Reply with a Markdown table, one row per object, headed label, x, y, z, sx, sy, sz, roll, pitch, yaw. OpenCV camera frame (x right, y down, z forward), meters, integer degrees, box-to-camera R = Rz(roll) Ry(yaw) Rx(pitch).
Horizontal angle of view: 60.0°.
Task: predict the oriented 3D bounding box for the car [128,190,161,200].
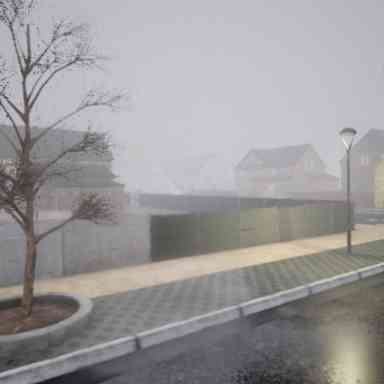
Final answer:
| label | x | y | z | sx | sy | sz | roll | pitch | yaw |
| --- | --- | --- | --- | --- | --- | --- | --- | --- | --- |
| car | -7.091 | 0.702 | 49.208 | 2.128 | 1.511 | 4.902 | -1 | 1 | -34 |

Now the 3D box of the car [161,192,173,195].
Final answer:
| label | x | y | z | sx | sy | sz | roll | pitch | yaw |
| --- | --- | --- | --- | --- | --- | --- | --- | --- | --- |
| car | -4.100 | 0.738 | 49.849 | 1.994 | 1.385 | 4.181 | -1 | 1 | -34 |
